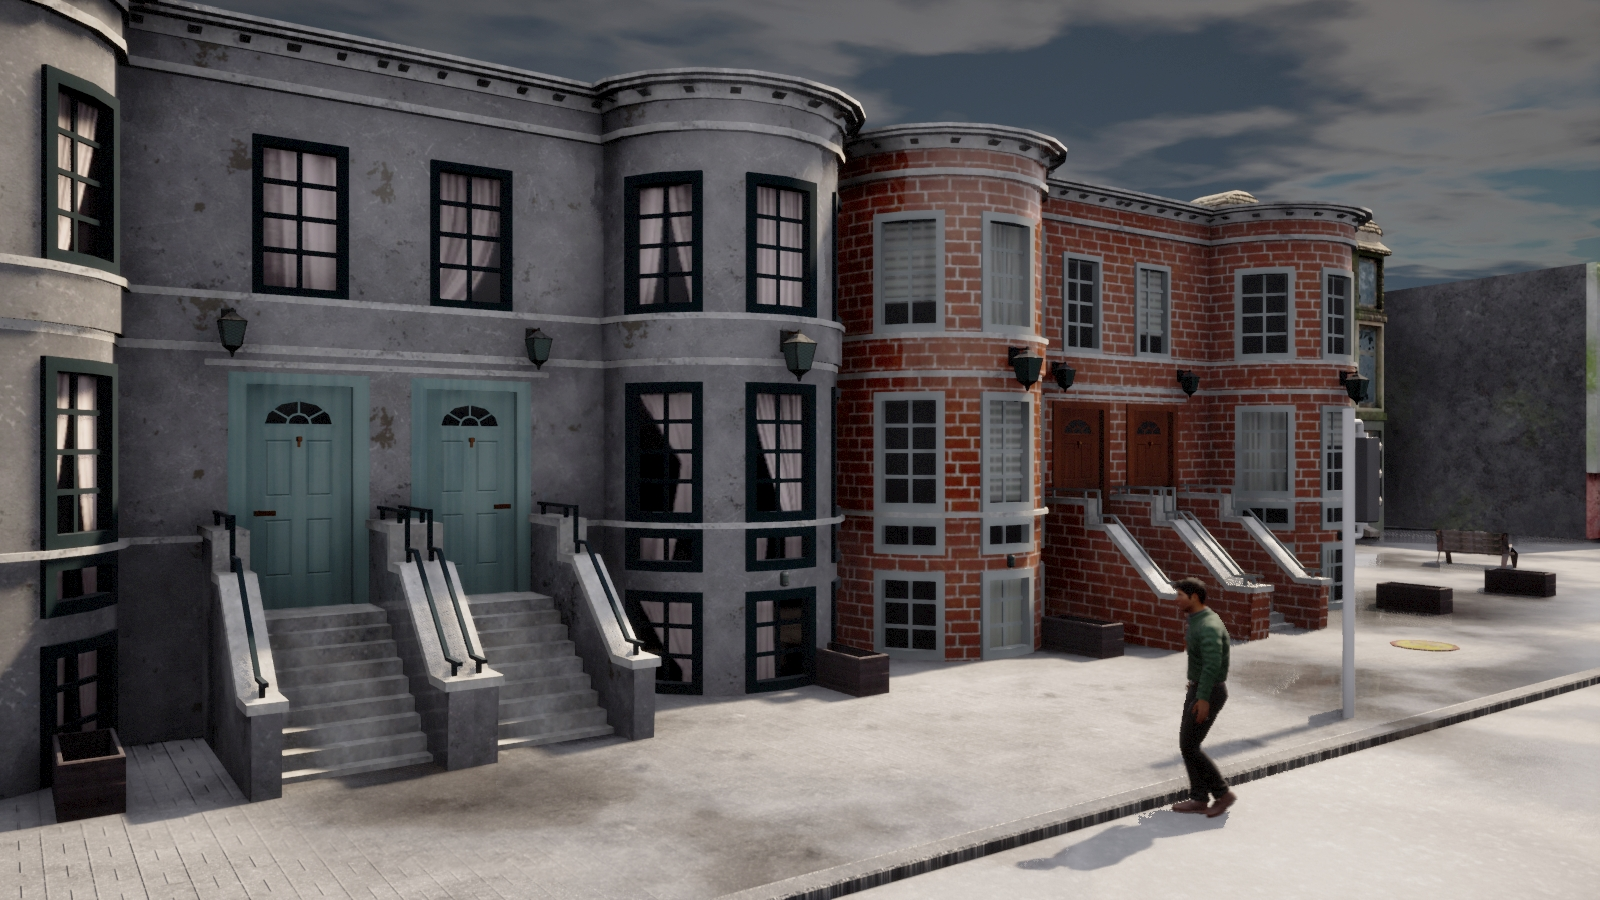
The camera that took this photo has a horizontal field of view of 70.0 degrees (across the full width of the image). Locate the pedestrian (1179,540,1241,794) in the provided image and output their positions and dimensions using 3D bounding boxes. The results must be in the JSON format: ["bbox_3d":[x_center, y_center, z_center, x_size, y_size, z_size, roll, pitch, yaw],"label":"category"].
[{"bbox_3d":[3.114,1.629,8.700,0.375,1.860,0.375,0,0,8],"label":"pedestrian"}]
